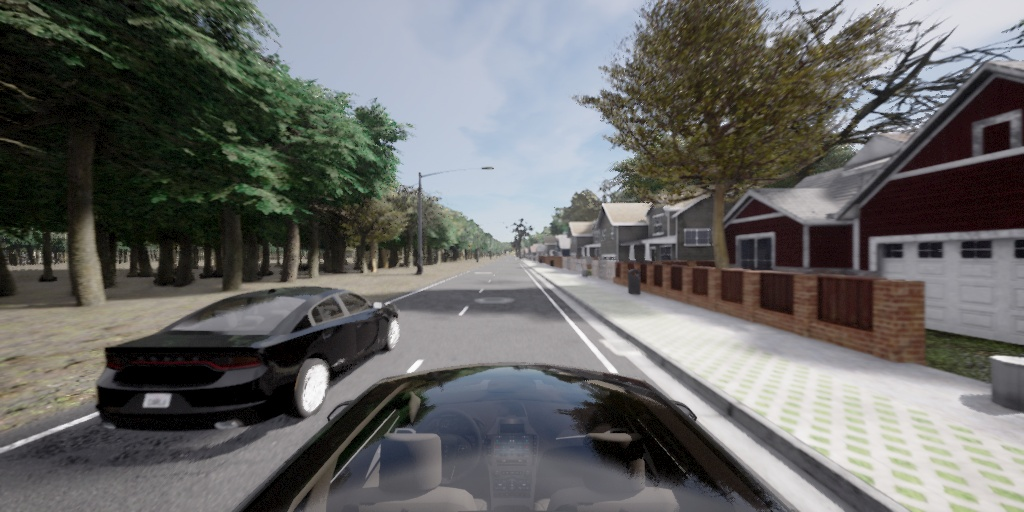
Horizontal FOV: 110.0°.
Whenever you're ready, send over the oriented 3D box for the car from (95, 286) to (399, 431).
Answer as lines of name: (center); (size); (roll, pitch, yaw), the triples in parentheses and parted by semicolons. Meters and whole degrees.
car: (-3.395, 1.227, 5.908); (1.882, 1.535, 5.008); (0, 0, 0)
